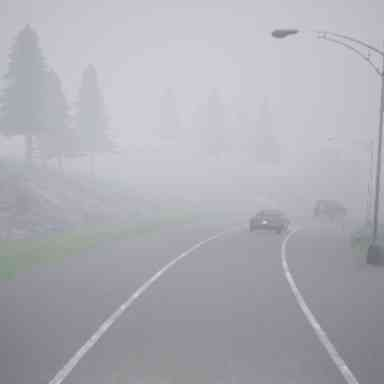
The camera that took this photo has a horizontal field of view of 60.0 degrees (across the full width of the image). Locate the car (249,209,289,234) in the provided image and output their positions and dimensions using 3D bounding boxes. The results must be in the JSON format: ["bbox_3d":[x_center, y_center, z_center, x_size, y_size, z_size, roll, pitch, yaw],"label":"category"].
[{"bbox_3d":[5.067,1.796,21.497,1.994,1.385,4.181,3,0,23],"label":"car"}]

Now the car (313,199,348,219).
[{"bbox_3d":[15.665,1.872,37.490,2.150,2.045,5.566,5,2,43],"label":"car"}]
